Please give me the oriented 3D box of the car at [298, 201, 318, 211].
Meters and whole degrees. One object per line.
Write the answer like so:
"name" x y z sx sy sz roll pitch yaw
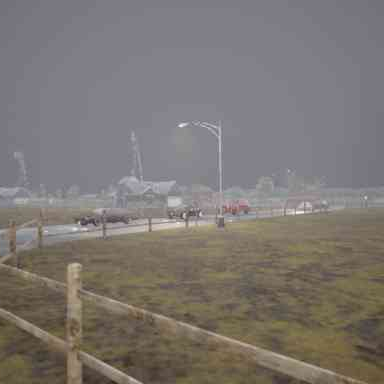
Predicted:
"car" 19.406 2.456 56.360 1.812 1.442 4.674 -2 -2 36

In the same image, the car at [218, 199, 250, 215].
"car" 5.568 1.912 43.383 2.150 2.045 5.566 -2 -2 36

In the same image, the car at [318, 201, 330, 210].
"car" 25.122 2.471 64.325 2.097 1.767 4.553 -2 -2 34

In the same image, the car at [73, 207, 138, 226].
"car" -6.648 1.884 26.309 2.033 1.411 5.357 -2 -2 36

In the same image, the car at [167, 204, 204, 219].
"car" -0.626 2.013 34.723 1.837 1.490 4.892 -2 -2 36
